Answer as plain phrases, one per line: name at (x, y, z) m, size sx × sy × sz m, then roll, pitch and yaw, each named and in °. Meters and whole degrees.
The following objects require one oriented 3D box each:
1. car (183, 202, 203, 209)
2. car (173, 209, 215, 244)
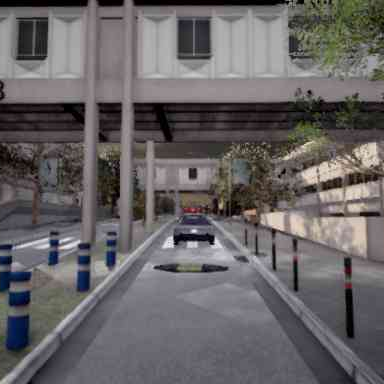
car at (0.094, 2.238, 40.235) m, size 2.150 × 2.045 × 5.566 m, roll 0°, pitch -3°, yaw 0°
car at (0.097, 1.765, 16.891) m, size 1.994 × 1.385 × 4.181 m, roll 0°, pitch -1°, yaw 0°
